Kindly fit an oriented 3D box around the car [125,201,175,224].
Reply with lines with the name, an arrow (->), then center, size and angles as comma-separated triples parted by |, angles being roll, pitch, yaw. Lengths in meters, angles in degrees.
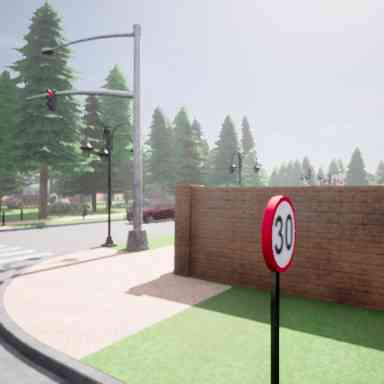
car -> -2.807, 1.452, 24.920 | 1.882, 1.535, 5.008 | 0, 0, 35
